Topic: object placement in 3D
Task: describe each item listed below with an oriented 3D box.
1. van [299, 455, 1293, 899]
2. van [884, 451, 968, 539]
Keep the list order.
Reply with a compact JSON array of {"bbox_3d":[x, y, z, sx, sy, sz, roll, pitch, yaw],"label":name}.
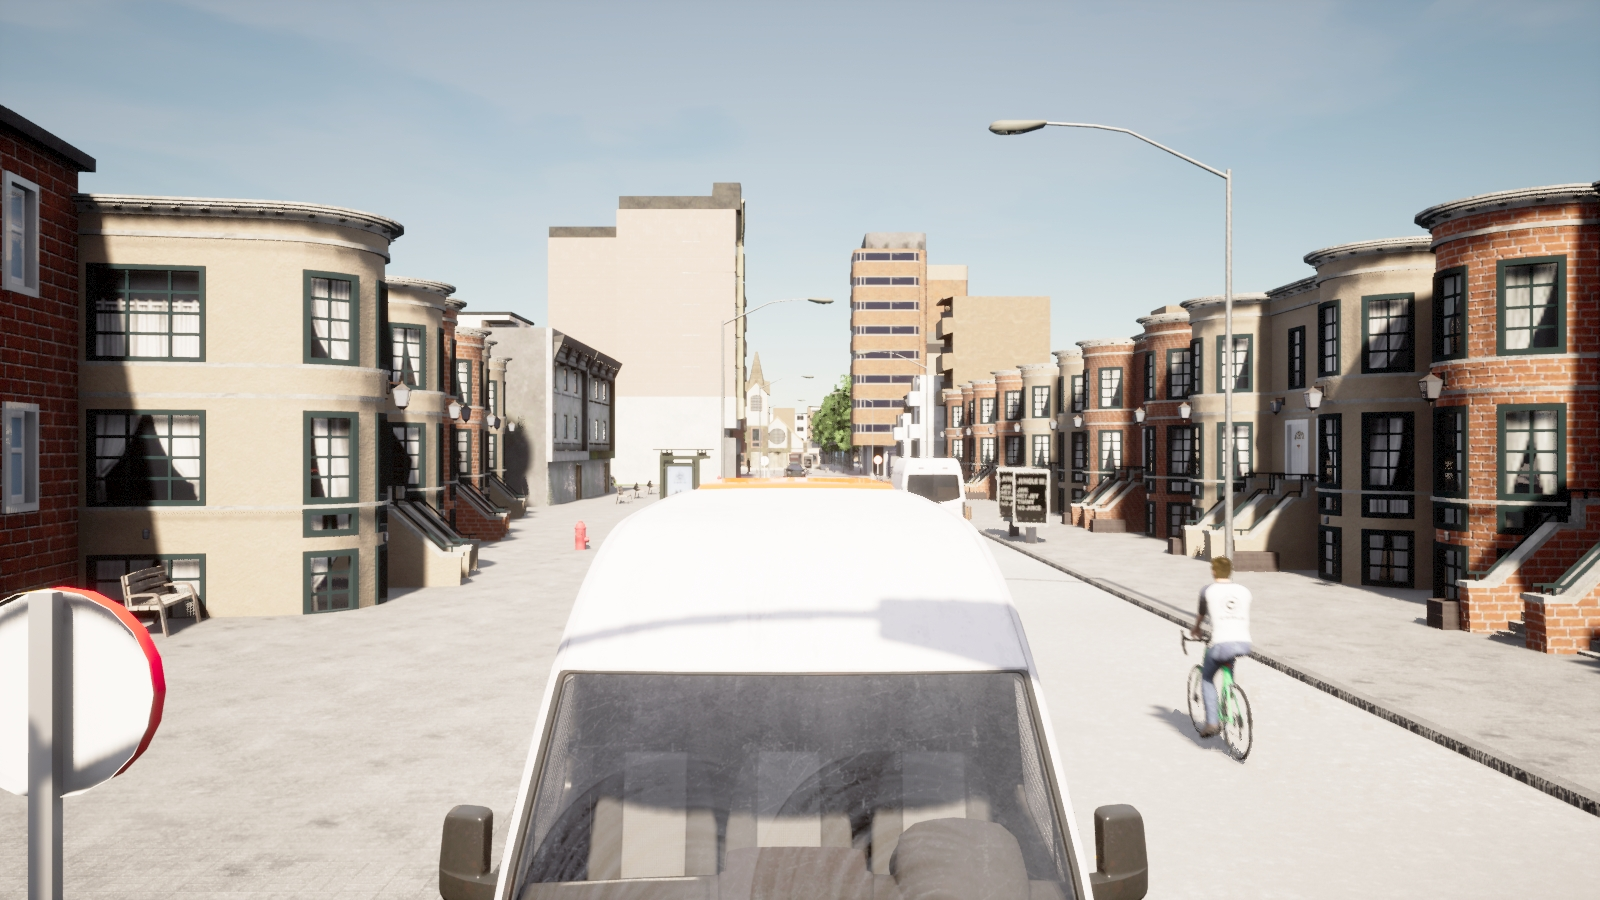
[{"bbox_3d":[-0.019,1.314,5.243,1.988,2.561,5.915,0,0,0],"label":"van"},{"bbox_3d":[3.887,1.315,36.210,1.988,2.561,5.915,0,0,0],"label":"van"}]
